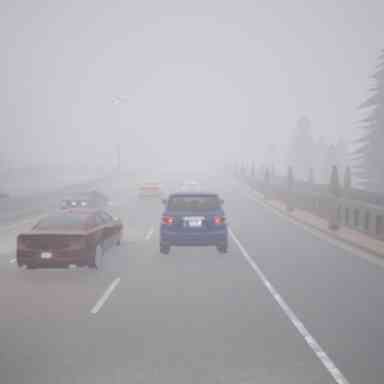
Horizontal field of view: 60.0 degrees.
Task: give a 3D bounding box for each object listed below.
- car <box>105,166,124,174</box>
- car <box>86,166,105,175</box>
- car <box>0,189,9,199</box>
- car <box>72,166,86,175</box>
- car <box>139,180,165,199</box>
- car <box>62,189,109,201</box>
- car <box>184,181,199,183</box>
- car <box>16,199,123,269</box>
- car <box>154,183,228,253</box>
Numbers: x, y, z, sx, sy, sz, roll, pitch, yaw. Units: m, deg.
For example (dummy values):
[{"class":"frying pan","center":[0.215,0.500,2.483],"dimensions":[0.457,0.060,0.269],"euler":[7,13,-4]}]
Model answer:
[{"class":"car","center":[-14.305,-4.138,63.336],"dimensions":[2.128,1.511,4.902],"euler":[0,7,0]},{"class":"car","center":[-17.801,-4.117,63.253],"dimensions":[2.128,1.511,4.902],"euler":[0,7,0]},{"class":"car","center":[-14.193,0.481,22.236],"dimensions":[1.837,1.490,4.892],"euler":[0,5,0]},{"class":"car","center":[-21.297,-4.094,63.164],"dimensions":[2.128,1.511,4.902],"euler":[0,7,0]},{"class":"car","center":[-3.533,-0.359,29.786],"dimensions":[1.882,1.535,5.008],"euler":[0,7,0]},{"class":"car","center":[-7.002,0.509,22.207],"dimensions":[2.033,1.411,5.357],"euler":[0,5,0]},{"class":"car","center":[-0.030,-0.257,29.248],"dimensions":[1.812,1.442,4.674],"euler":[0,7,0]},{"class":"car","center":[-3.445,1.233,10.313],"dimensions":[1.882,1.535,5.008],"euler":[0,3,0]},{"class":"car","center":[0.049,0.872,12.321],"dimensions":[2.150,2.045,5.566],"euler":[0,3,0]}]
